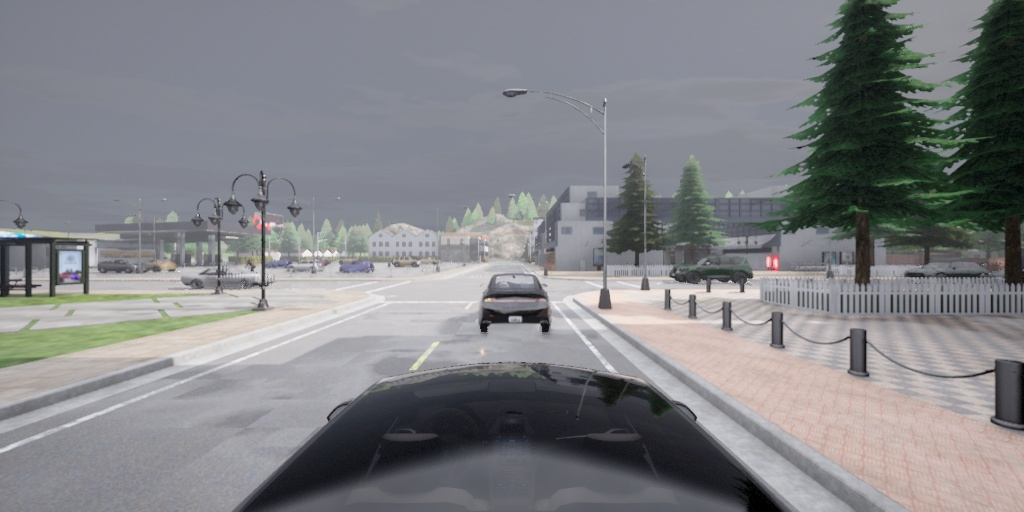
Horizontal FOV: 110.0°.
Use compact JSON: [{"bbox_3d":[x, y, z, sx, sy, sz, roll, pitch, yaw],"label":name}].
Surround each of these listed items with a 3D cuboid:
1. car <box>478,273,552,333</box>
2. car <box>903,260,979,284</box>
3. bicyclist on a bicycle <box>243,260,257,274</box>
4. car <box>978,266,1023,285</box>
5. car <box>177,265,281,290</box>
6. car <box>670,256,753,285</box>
[{"bbox_3d":[0.059,1.259,10.762,2.128,1.511,4.902,0,0,-1],"label":"car"},{"bbox_3d":[32.167,1.163,26.666,4.553,1.767,2.097,0,0,0],"label":"car"},{"bbox_3d":[-21.883,1.118,29.974,0.582,1.620,1.656,0,0,-1],"label":"bicyclist on a bicycle"},{"bbox_3d":[33.467,1.369,23.020,4.181,1.385,1.994,0,0,-1],"label":"car"},{"bbox_3d":[-17.660,1.404,22.531,4.718,1.301,1.895,0,0,-1],"label":"car"},{"bbox_3d":[14.705,1.032,26.539,5.566,2.045,2.150,0,0,-1],"label":"car"}]
